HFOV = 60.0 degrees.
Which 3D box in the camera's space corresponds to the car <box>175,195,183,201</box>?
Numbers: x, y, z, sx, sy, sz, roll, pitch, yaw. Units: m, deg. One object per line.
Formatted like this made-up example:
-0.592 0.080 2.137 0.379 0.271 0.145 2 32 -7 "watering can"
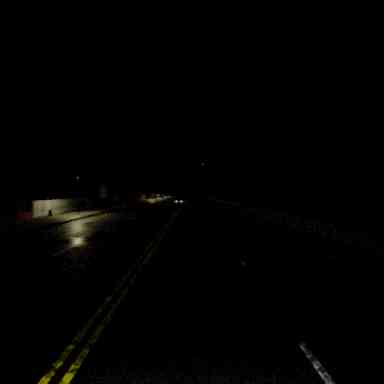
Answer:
-3.264 1.484 83.287 2.033 1.411 5.357 0 0 0 "car"
